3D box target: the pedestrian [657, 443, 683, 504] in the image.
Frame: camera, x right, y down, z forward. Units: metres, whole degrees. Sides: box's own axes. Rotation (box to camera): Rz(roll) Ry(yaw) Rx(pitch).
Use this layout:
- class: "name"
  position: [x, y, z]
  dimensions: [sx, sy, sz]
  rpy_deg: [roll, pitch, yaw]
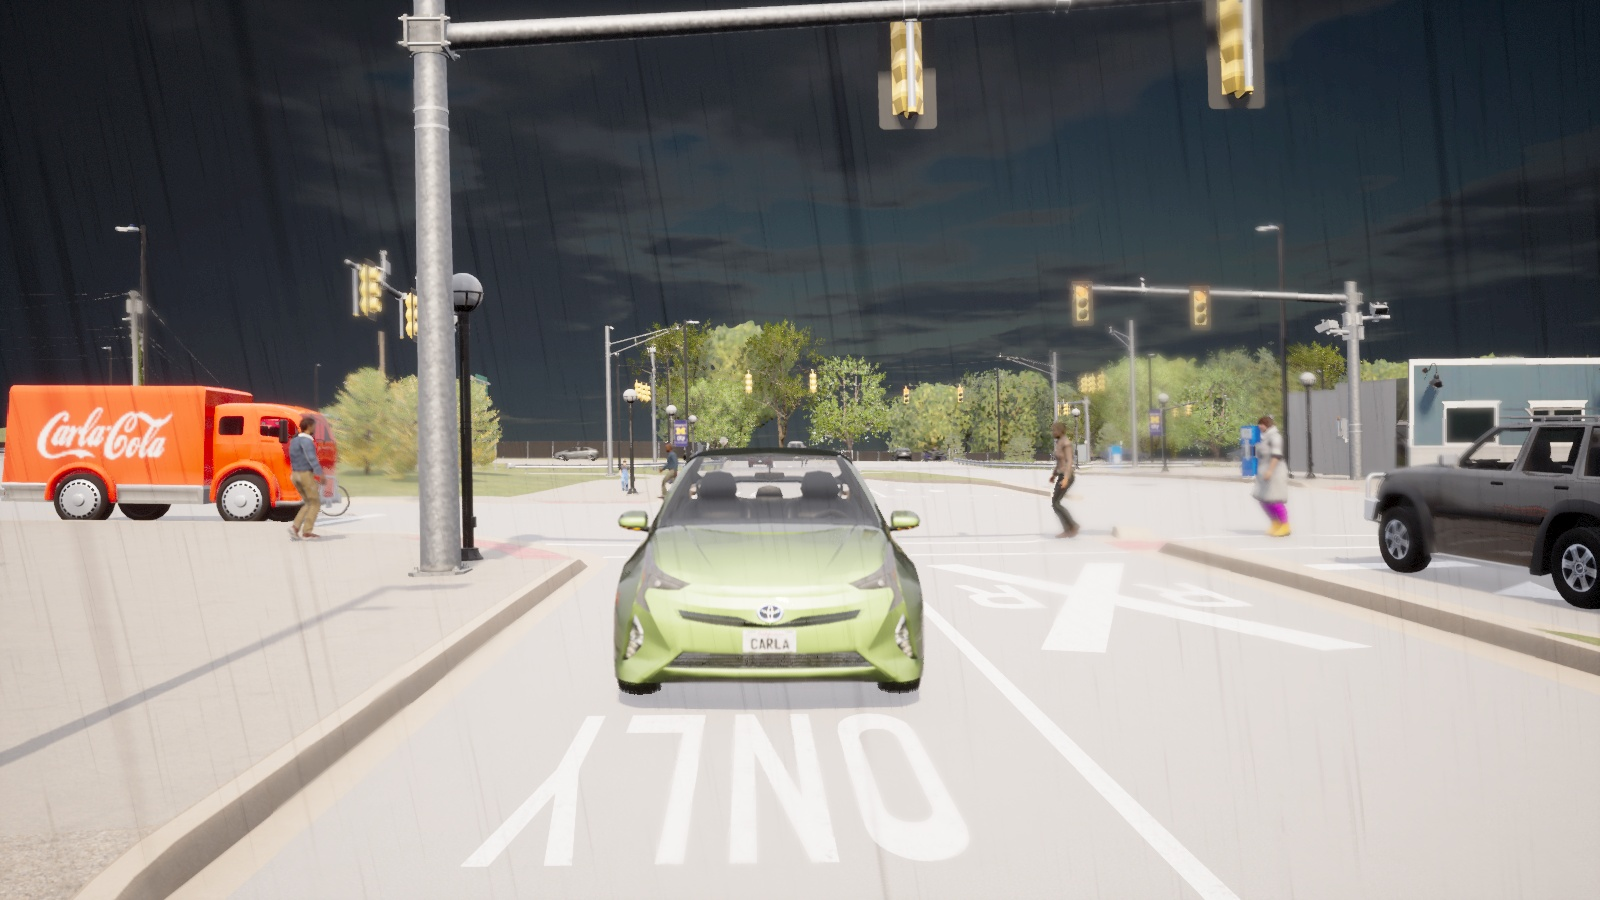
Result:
- class: "pedestrian"
  position: [-4.006, 0.718, 38.656]
  dimensions: [0.726, 1.835, 0.370]
  rpy_deg: [-2, -1, -4]

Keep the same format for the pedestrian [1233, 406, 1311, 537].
- class: "pedestrian"
  position: [7.210, 0.324, 19.222]
  dimensions: [0.873, 1.952, 0.659]
  rpy_deg: [-2, -1, 0]

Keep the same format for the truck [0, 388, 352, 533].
- class: "truck"
  position: [-11.176, 0.198, 22.731]
  dimensions: [5.204, 2.467, 2.627]
  rpy_deg: [0, -1, -2]

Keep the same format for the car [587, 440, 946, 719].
- class: "car"
  position: [-0.239, 0.708, 9.306]
  dimensions: [2.007, 1.525, 4.514]
  rpy_deg: [0, 1, -1]

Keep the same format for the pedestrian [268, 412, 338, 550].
- class: "pedestrian"
  position: [-7.201, 0.444, 18.198]
  dimensions: [0.423, 1.949, 0.788]
  rpy_deg: [-2, -1, 39]

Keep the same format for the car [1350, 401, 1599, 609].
- class: "car"
  position: [7.886, 0.437, 13.016]
  dimensions: [1.932, 1.855, 4.605]
  rpy_deg: [-1, 1, -7]

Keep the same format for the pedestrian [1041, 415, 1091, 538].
- class: "pedestrian"
  position: [4.066, 0.396, 19.217]
  dimensions: [0.634, 1.846, 0.331]
  rpy_deg: [-2, -1, -1]

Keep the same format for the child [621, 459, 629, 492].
- class: "child"
  position: [-6.815, 1.003, 48.874]
  dimensions: [0.270, 1.263, 0.437]
  rpy_deg: [-2, -1, -5]
